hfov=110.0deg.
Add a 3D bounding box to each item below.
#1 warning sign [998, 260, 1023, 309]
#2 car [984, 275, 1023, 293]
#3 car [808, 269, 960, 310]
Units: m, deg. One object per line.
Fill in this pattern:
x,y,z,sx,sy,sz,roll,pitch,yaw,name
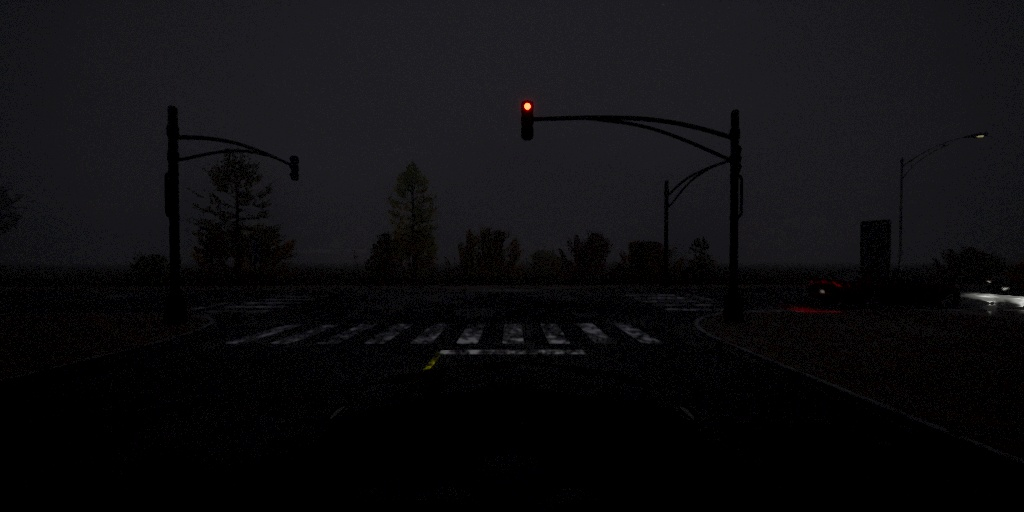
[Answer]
17.013,0.888,11.719,1.060,1.860,1.300,0,0,-1,warning sign
26.960,1.220,17.701,5.357,1.411,2.033,0,1,-1,car
14.532,1.219,14.091,5.008,1.535,1.882,0,1,-4,car
